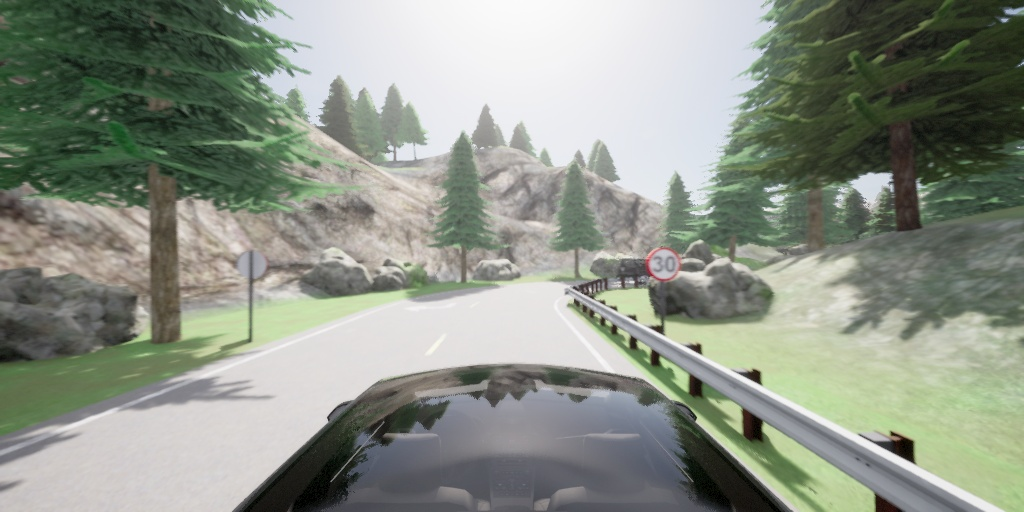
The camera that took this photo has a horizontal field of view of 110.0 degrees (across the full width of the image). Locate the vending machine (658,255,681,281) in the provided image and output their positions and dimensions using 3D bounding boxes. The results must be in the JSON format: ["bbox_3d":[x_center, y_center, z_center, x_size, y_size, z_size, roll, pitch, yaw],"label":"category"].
[{"bbox_3d":[11.478,1.139,25.791,0.880,2.100,1.100,0,0,-24],"label":"vending machine"}]

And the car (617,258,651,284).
[{"bbox_3d":[11.262,1.198,29.413,5.566,2.045,2.150,0,-1,-22],"label":"car"}]
